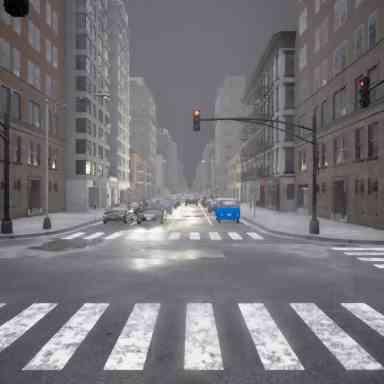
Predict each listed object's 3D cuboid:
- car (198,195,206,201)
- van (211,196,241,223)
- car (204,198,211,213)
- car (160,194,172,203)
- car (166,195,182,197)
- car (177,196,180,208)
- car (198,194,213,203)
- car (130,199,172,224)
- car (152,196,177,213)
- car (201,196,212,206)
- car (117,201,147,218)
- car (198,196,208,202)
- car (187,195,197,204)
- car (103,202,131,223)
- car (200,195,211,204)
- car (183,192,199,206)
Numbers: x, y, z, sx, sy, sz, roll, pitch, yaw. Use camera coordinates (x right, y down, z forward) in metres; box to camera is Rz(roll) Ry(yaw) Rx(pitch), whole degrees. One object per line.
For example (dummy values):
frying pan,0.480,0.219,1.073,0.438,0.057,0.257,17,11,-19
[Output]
car,2.513,1.530,87.421,1.947,1.339,4.313,0,0,0
van,2.601,1.340,24.927,1.690,1.788,3.998,0,0,0
car,2.585,1.580,36.290,1.802,1.307,4.206,0,0,0
car,-5.488,1.292,70.362,2.192,1.841,5.009,0,0,0
car,-2.882,1.554,53.150,1.994,1.385,4.181,0,0,1
car,-2.909,1.560,43.127,1.994,1.385,4.181,0,0,0
car,2.561,1.305,53.334,2.192,1.841,5.009,0,0,0
car,-2.872,1.490,24.459,2.128,1.511,4.902,0,0,-1
car,-2.899,1.476,33.902,1.882,1.535,5.008,0,0,0
car,2.569,1.576,47.653,1.802,1.307,4.206,0,0,0
car,-5.432,1.543,30.589,1.887,1.381,4.507,0,0,0
car,2.529,1.524,76.059,2.008,1.369,4.403,0,0,0
car,-0.093,1.459,65.055,1.882,1.535,5.008,0,0,0
car,-5.424,1.549,24.907,2.008,1.369,4.403,0,0,0
car,2.545,1.421,64.696,1.967,1.590,4.097,0,0,0
car,-0.079,1.340,55.023,2.097,1.767,4.553,0,0,0
